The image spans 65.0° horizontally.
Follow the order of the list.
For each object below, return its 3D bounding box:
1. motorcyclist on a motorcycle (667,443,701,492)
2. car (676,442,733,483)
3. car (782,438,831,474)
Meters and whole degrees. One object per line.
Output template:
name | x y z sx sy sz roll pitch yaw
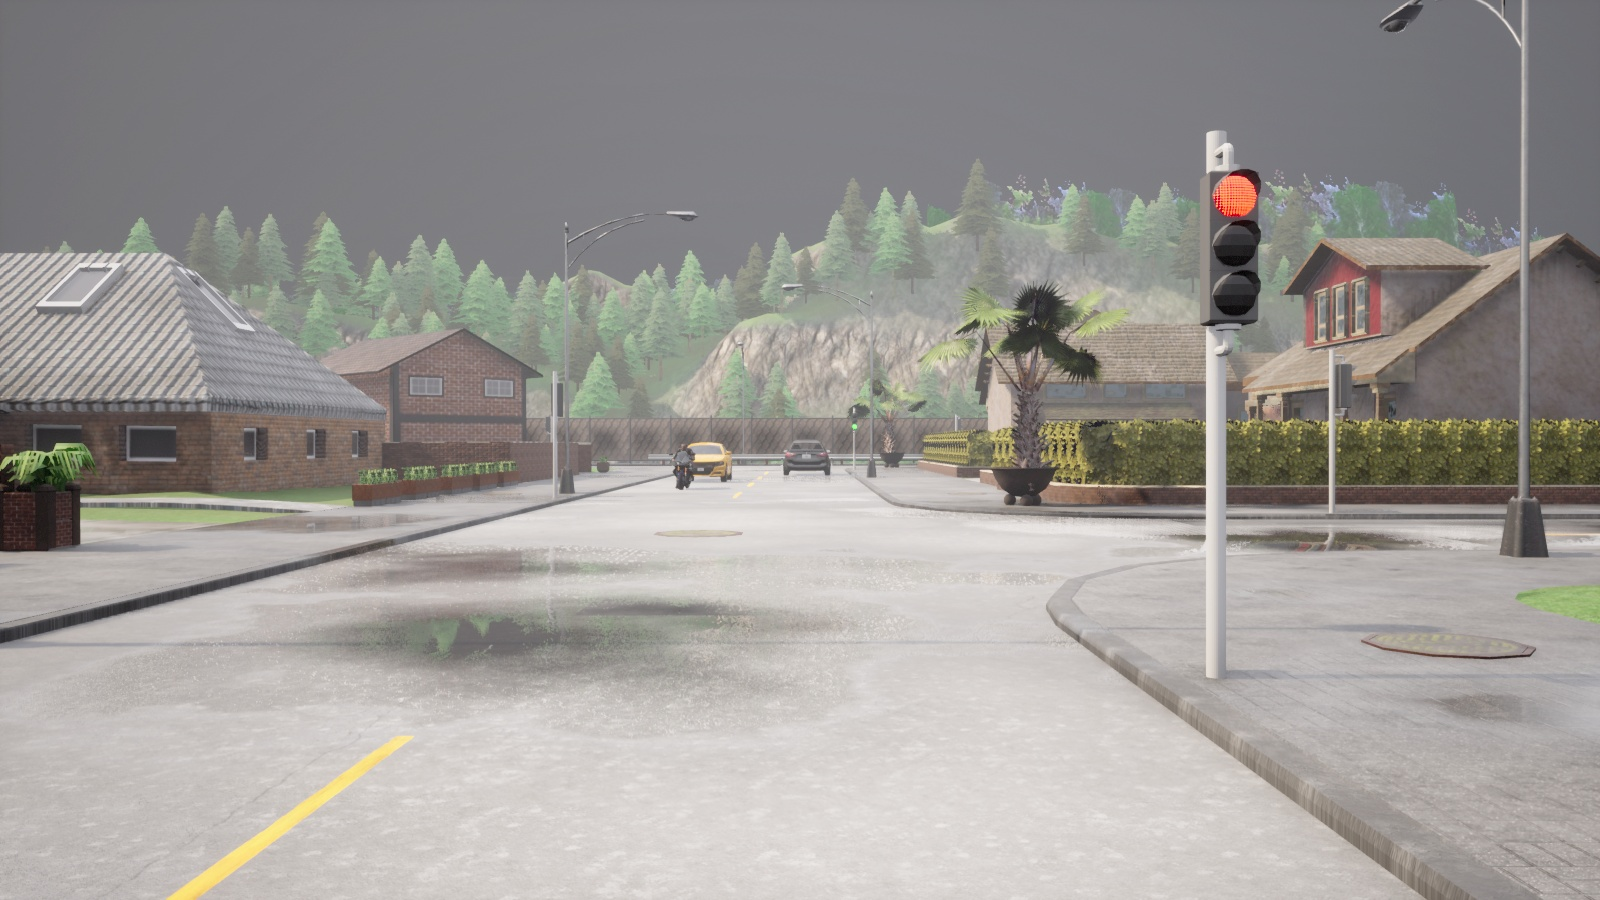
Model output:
motorcyclist on a motorcycle | -3.750 0.549 40.694 0.866 1.530 2.191 0 0 1
car | -3.719 0.441 49.599 1.882 1.535 5.008 0 0 0
car | 0.332 0.255 59.755 2.242 1.667 4.611 0 1 0
